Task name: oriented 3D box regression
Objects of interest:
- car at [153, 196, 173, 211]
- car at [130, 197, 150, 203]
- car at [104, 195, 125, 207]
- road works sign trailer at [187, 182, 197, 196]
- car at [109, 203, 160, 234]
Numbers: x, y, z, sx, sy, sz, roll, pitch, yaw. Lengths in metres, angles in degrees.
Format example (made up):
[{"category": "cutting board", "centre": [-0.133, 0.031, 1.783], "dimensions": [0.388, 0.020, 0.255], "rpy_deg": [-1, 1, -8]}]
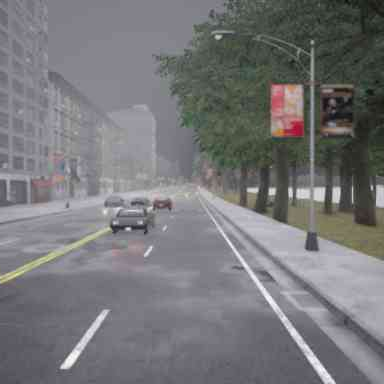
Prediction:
[{"category": "car", "centre": [-3.141, 1.182, 36.635], "dimensions": [1.882, 1.535, 5.008], "rpy_deg": [0, 1, 0]}, {"category": "car", "centre": [-6.580, 1.239, 42.169], "dimensions": [1.895, 1.301, 4.718], "rpy_deg": [0, 1, 0]}, {"category": "car", "centre": [-9.827, 1.139, 42.417], "dimensions": [1.837, 1.490, 4.892], "rpy_deg": [0, 1, 0]}, {"category": "road works sign trailer", "centre": [0.018, -0.669, 84.529], "dimensions": [2.380, 3.560, 2.880], "rpy_deg": [0, 2, 0]}, {"category": "car", "centre": [-3.144, 1.518, 18.635], "dimensions": [1.895, 1.301, 4.718], "rpy_deg": [0, 1, 0]}]
